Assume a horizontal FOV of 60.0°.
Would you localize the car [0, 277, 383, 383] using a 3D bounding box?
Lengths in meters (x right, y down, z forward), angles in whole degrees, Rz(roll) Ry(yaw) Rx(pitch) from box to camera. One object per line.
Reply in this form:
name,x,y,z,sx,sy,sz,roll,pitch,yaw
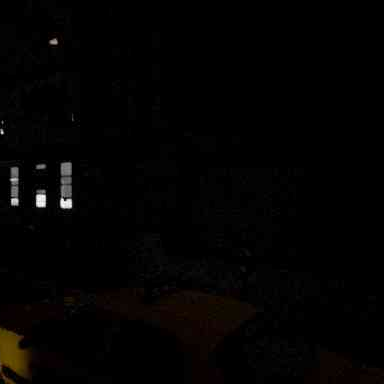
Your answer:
car,-0.496,1.514,3.229,4.829,1.417,1.752,0,0,35
